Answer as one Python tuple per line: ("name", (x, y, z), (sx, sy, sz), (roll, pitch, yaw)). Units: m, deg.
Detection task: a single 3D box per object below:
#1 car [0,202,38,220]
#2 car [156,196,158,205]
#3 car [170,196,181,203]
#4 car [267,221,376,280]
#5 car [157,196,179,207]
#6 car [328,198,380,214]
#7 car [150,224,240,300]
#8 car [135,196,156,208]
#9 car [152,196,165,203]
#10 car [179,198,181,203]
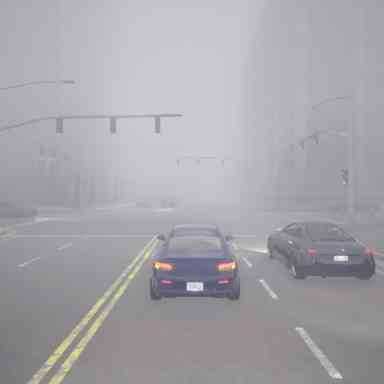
("car", (-14.917, 1.510, 27.128), (4.181, 1.385, 1.994), (0, 0, -3))
("car", (-6.957, 1.505, 58.186), (1.837, 1.490, 4.892), (0, 0, 0))
("car", (-3.351, 1.564, 69.253), (1.994, 1.385, 4.181), (0, 0, 0))
("car", (3.593, 1.564, 9.992), (1.994, 1.385, 4.181), (0, 0, 0))
("car", (-3.489, 1.492, 49.659), (2.128, 1.511, 4.902), (0, 0, 0))
("car", (16.780, 1.422, 34.500), (5.008, 1.535, 1.882), (0, 0, 0))
("car", (0.077, 1.526, 8.256), (1.812, 1.442, 4.674), (0, 0, 1))
("car", (-6.994, 1.547, 48.452), (2.033, 1.411, 5.357), (0, 0, 0))
("car", (-6.857, 1.547, 68.633), (2.033, 1.411, 5.357), (0, 0, 0))
("car", (-3.448, 1.478, 59.250), (1.882, 1.535, 5.008), (0, 0, 0))
